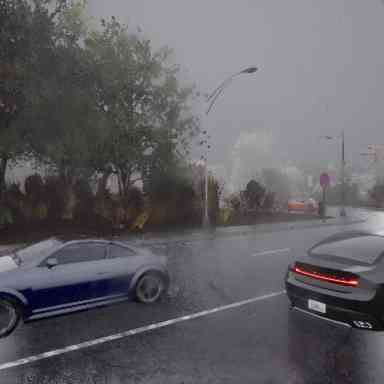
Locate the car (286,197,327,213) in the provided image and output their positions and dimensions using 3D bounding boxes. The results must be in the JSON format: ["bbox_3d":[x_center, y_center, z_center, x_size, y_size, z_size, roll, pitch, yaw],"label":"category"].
[{"bbox_3d":[12.566,1.352,36.862,2.097,1.767,4.553,0,0,-32],"label":"car"}]

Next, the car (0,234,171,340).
[{"bbox_3d":[-2.502,1.564,6.504,4.181,1.385,1.994,0,0,-35],"label":"car"}]

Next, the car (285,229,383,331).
[{"bbox_3d":[3.891,1.505,6.513,4.892,1.490,1.837,0,0,-35],"label":"car"}]

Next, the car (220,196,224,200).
[{"bbox_3d":[6.519,1.408,66.510,1.994,1.385,4.181,0,1,-33],"label":"car"}]
